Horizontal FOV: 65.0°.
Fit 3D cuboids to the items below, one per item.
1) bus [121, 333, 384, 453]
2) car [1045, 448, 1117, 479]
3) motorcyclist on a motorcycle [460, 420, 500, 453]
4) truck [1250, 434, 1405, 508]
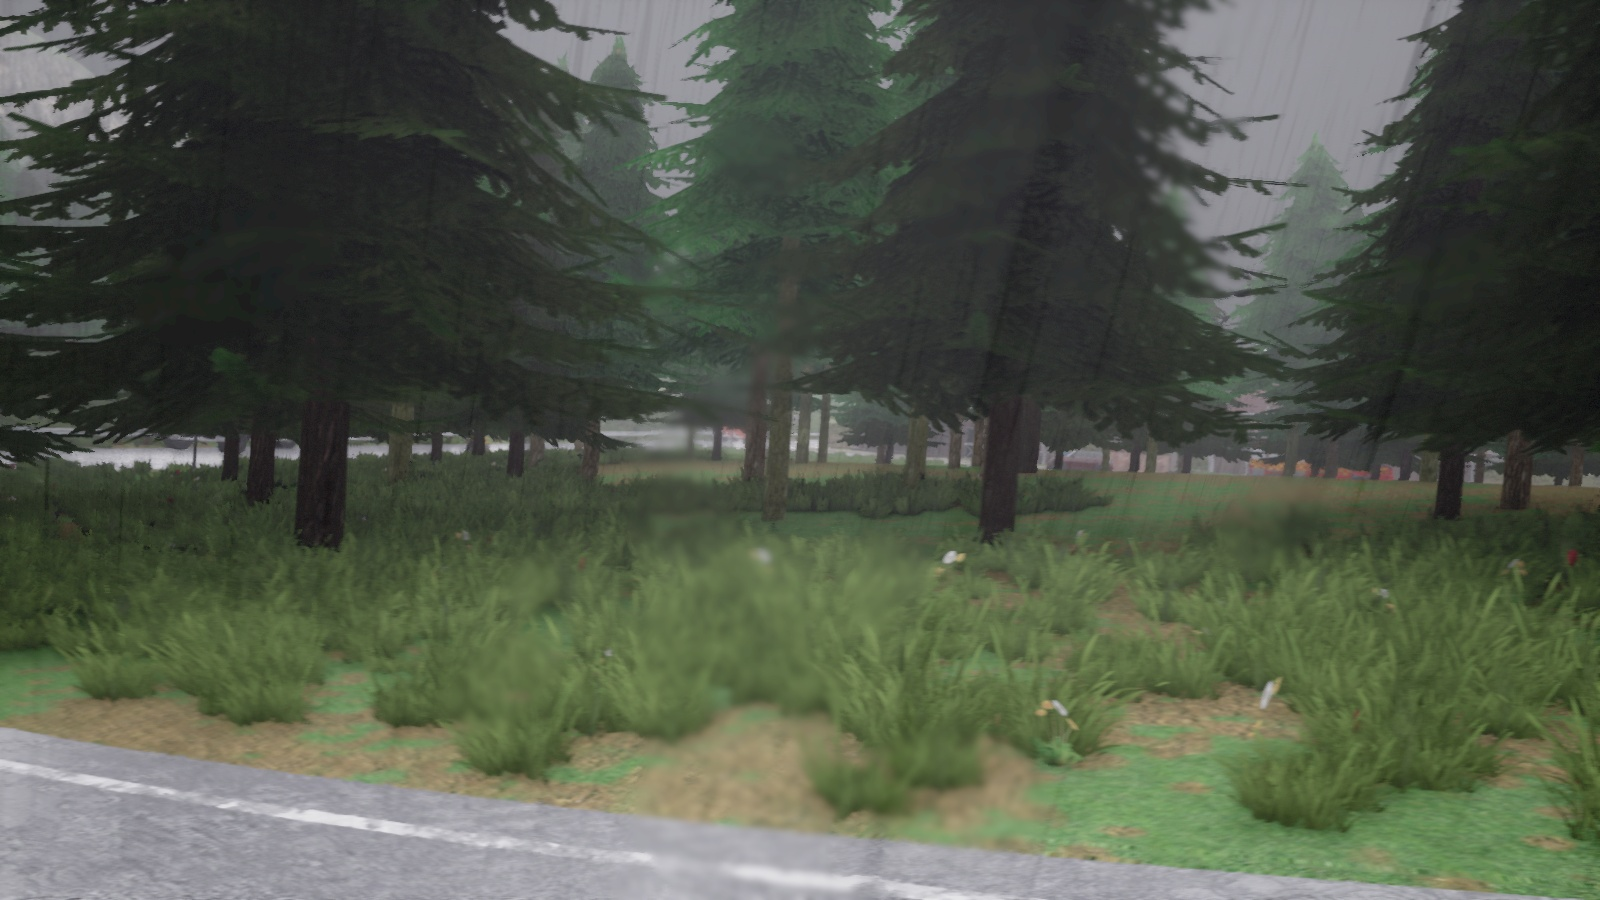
[{"bbox_3d":[-22.255,-2.217,52.050,3.944,4.253,10.273,5,2,18],"label":"bus"},{"bbox_3d":[19.515,0.916,87.264,4.553,1.767,2.097,5,2,18],"label":"car"},{"bbox_3d":[-15.636,-0.664,61.438,0.797,1.523,2.044,5,2,18],"label":"motorcyclist on a motorcycle"},{"bbox_3d":[33.079,1.232,79.126,8.468,3.827,2.891,5,2,18],"label":"truck"}]
